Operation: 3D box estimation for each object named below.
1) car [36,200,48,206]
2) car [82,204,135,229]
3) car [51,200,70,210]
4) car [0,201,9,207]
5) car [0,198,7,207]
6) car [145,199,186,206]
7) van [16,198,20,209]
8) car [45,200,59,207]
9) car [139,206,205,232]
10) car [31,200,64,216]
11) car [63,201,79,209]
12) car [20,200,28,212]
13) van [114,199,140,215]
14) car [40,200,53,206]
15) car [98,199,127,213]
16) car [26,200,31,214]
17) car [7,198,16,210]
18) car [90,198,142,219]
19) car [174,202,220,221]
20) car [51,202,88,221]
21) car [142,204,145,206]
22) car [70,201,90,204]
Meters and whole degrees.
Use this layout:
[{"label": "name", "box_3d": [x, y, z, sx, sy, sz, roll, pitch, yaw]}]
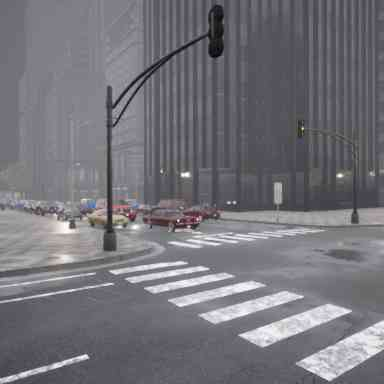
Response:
[{"label": "car", "box_3d": [-37.683, 2.709, 83.455, 2.008, 1.369, 4.403, -1, 0, -35]}, {"label": "car", "box_3d": [-6.229, 1.843, 24.410, 1.752, 1.417, 4.829, -1, 0, -35]}, {"label": "car", "box_3d": [-22.989, 2.270, 57.995, 1.882, 1.535, 5.008, 0, -1, -35]}, {"label": "car", "box_3d": [-44.331, 2.770, 78.093, 1.802, 1.307, 4.206, -1, 0, -35]}, {"label": "car", "box_3d": [-41.219, 2.666, 73.708, 1.887, 1.381, 4.507, -1, 0, -35]}, {"label": "car", "box_3d": [-2.312, 1.668, 33.627, 2.192, 1.841, 5.009, -1, 0, -35]}, {"label": "van", "box_3d": [-26.127, 2.122, 52.438, 1.690, 1.788, 3.998, -1, 0, -35]}, {"label": "car", "box_3d": [-31.660, 2.594, 74.970, 1.947, 1.339, 4.313, -1, 0, -35]}, {"label": "car", "box_3d": [-1.472, 1.846, 22.326, 1.895, 1.301, 4.718, 0, -1, -35]}, {"label": "car", "box_3d": [-17.644, 1.900, 40.485, 2.192, 1.841, 5.009, -1, 0, -35]}, {"label": "car", "box_3d": [-22.627, 2.406, 62.244, 1.802, 1.307, 4.206, -1, 0, -35]}, {"label": "car", "box_3d": [-23.297, 2.156, 48.453, 1.967, 1.590, 4.097, -1, 0, -35]}, {"label": "van", "box_3d": [-8.191, 1.832, 41.931, 1.690, 1.788, 3.998, -1, 0, -35]}, {"label": "car", "box_3d": [-34.672, 2.660, 79.213, 1.947, 1.339, 4.313, -1, 0, -35]}, {"label": "car", "box_3d": [-11.131, 1.874, 46.082, 2.192, 1.841, 5.009, -1, 0, -35]}, {"label": "car", "box_3d": [-20.467, 2.196, 44.469, 1.887, 1.381, 4.507, -1, 0, -35]}, {"label": "car", "box_3d": [-31.884, 2.353, 60.552, 1.967, 1.590, 4.097, -1, 0, -35]}, {"label": "car", "box_3d": [-7.024, 1.598, 30.150, 2.150, 2.045, 5.566, 0, -1, -35]}, {"label": "car", "box_3d": [0.633, 1.828, 29.475, 1.887, 1.381, 4.507, -1, 0, -35]}, {"label": "car", "box_3d": [-11.983, 2.004, 32.517, 2.008, 1.369, 4.403, -1, 0, -35]}, {"label": "car", "box_3d": [-5.246, 2.004, 37.779, 1.802, 1.307, 4.206, -1, 0, -35]}, {"label": "car", "box_3d": [-12.947, 2.063, 38.503, 2.033, 1.411, 5.357, 0, -1, -35]}]
